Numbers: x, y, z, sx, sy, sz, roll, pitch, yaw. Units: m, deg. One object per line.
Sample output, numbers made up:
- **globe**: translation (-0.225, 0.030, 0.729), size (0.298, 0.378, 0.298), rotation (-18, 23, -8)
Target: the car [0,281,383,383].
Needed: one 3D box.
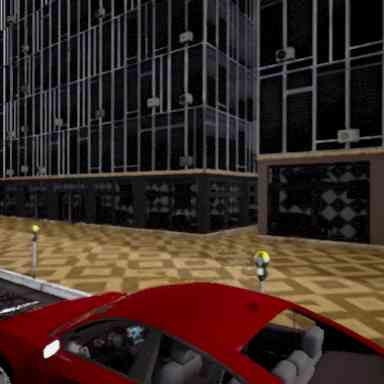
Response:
- **car**: translation (-0.149, 1.536, 2.982), size (4.507, 1.381, 1.887), rotation (0, 0, 35)
